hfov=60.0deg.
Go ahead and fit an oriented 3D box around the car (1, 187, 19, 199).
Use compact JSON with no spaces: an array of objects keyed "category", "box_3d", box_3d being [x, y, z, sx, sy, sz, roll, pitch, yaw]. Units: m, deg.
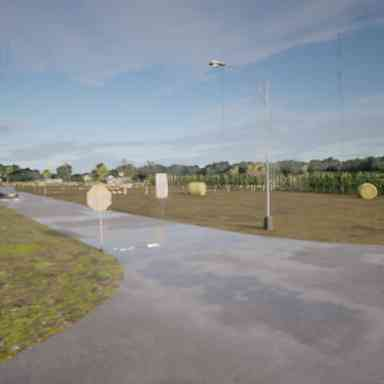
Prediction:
[{"category":"car","box_3d":[-24.935,0.087,45.441,1.812,1.442,4.674,-2,4,-36]}]
